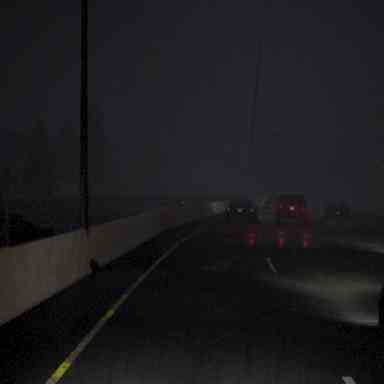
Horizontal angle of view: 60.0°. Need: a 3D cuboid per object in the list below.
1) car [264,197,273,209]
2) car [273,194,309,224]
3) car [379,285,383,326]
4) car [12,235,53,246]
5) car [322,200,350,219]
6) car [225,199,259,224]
[{"bbox_3d":[10.358,1.394,41.628,1.837,1.490,4.892,0,1,26],"label":"car"},{"bbox_3d":[7.270,1.163,24.311,2.150,2.045,5.566,0,0,16],"label":"car"},{"bbox_3d":[3.838,1.352,3.220,2.097,1.767,4.553,0,0,2],"label":"car"},{"bbox_3d":[-6.350,1.549,10.369,1.895,1.301,4.718,0,0,7],"label":"car"},{"bbox_3d":[12.392,1.433,28.688,2.128,1.511,4.902,0,0,19],"label":"car"},{"bbox_3d":[3.808,1.282,24.696,2.097,1.767,4.553,0,0,15],"label":"car"}]
